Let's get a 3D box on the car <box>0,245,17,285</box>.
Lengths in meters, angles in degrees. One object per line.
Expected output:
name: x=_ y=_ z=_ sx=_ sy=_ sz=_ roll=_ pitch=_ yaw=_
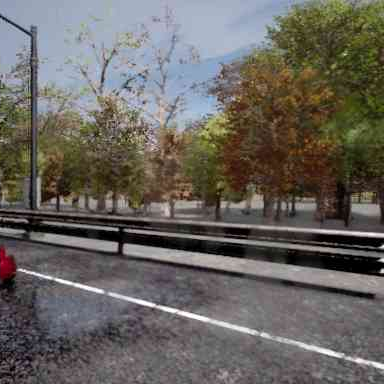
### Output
car: x=-6.262 y=1.555 z=7.959 sx=4.181 sy=1.385 sz=1.994 roll=0 pitch=0 yaw=26
